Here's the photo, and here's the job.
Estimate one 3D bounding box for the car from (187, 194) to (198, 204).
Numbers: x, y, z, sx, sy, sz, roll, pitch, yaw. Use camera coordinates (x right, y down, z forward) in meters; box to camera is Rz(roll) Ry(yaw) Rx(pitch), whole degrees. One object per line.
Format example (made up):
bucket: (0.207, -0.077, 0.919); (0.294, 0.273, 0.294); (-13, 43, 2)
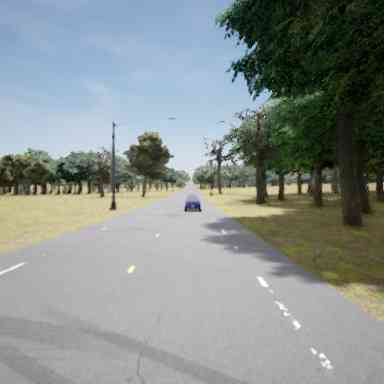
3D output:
car: (0.066, 1.118, 57.851); (1.882, 1.535, 5.008); (0, 1, 0)

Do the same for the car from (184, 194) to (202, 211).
car: (0.098, 1.332, 38.722); (1.882, 1.535, 5.008); (0, 1, 0)
